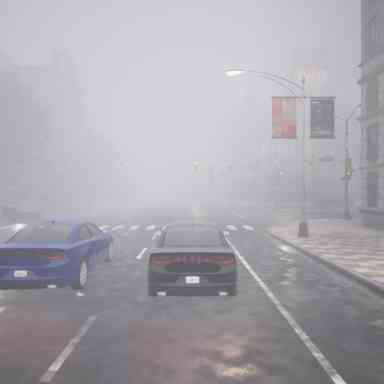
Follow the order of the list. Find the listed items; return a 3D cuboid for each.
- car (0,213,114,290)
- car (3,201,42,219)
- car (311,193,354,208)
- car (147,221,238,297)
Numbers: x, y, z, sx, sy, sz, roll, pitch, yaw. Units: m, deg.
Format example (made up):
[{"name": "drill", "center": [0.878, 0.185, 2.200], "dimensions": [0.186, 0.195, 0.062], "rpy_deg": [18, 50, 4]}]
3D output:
[{"name": "car", "center": [-3.489, 1.478, 9.118], "dimensions": [1.882, 1.535, 5.008], "rpy_deg": [0, 0, -2]}, {"name": "car", "center": [-13.308, 1.478, 26.031], "dimensions": [1.882, 1.535, 5.008], "rpy_deg": [1, -1, -41]}, {"name": "car", "center": [19.583, 1.221, 46.347], "dimensions": [5.566, 2.045, 2.150], "rpy_deg": [0, 0, 0]}, {"name": "car", "center": [0.007, 1.478, 8.651], "dimensions": [1.882, 1.535, 5.008], "rpy_deg": [0, 0, 0]}]
